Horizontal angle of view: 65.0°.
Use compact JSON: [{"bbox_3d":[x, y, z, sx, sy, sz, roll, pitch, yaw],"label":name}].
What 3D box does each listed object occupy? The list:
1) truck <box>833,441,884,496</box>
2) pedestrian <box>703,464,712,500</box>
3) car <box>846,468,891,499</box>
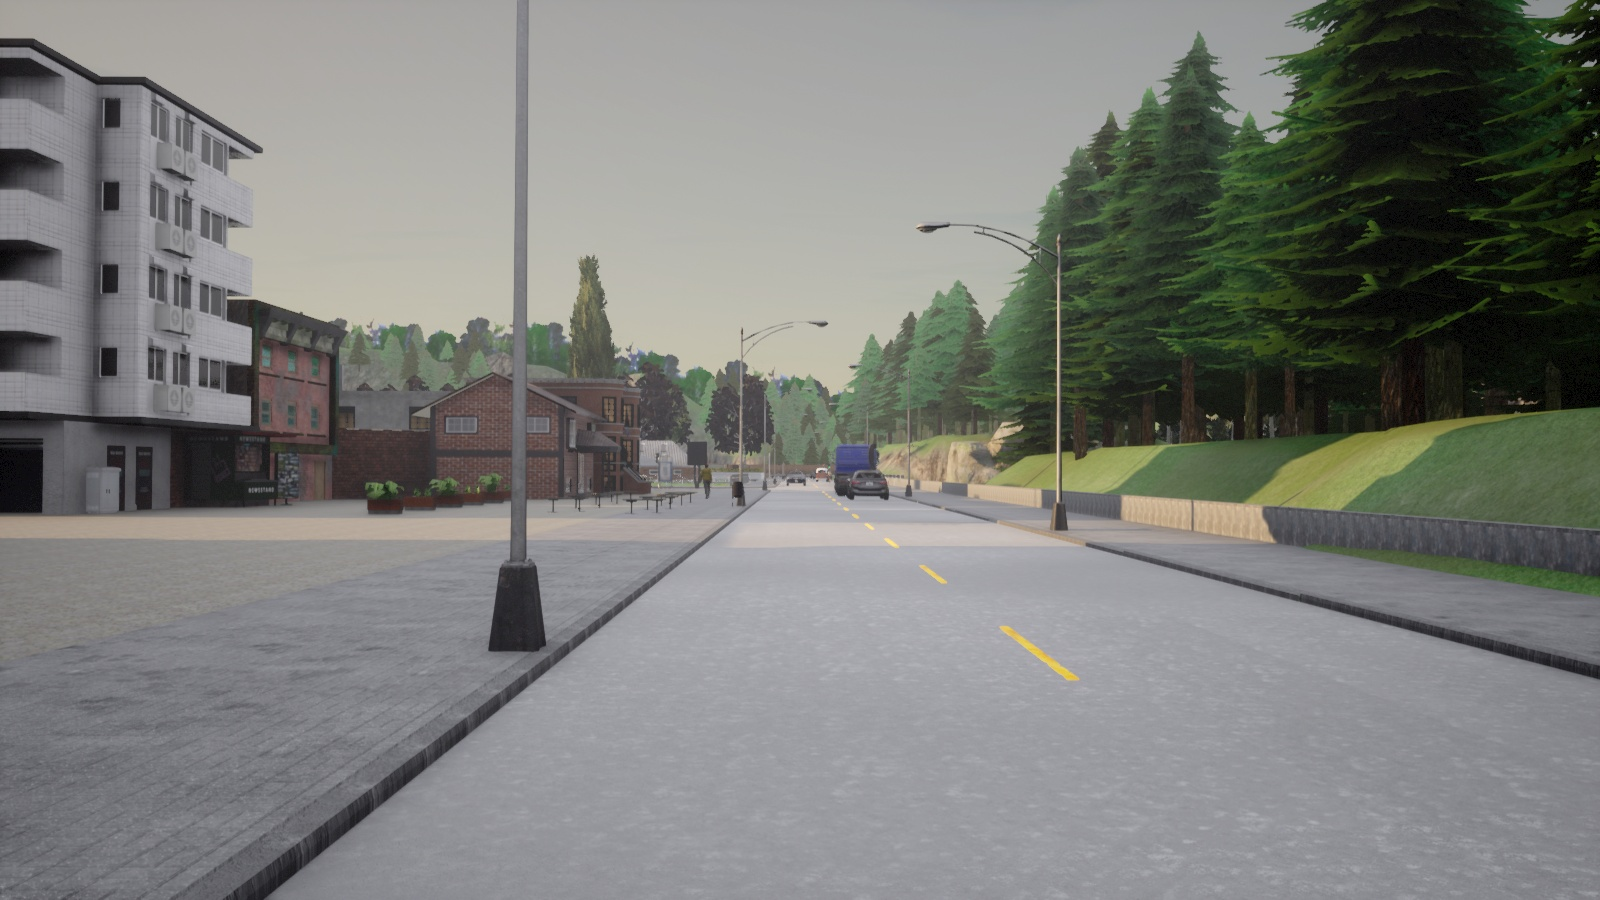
[{"bbox_3d":[3.761,1.206,82.269,2.891,3.462,7.936,0,-1,0],"label":"truck"},{"bbox_3d":[-4.790,1.638,64.967,0.370,1.835,0.726,0,-1,2],"label":"pedestrian"},{"bbox_3d":[3.798,1.831,70.446,2.242,1.667,4.611,0,-1,0],"label":"car"}]
